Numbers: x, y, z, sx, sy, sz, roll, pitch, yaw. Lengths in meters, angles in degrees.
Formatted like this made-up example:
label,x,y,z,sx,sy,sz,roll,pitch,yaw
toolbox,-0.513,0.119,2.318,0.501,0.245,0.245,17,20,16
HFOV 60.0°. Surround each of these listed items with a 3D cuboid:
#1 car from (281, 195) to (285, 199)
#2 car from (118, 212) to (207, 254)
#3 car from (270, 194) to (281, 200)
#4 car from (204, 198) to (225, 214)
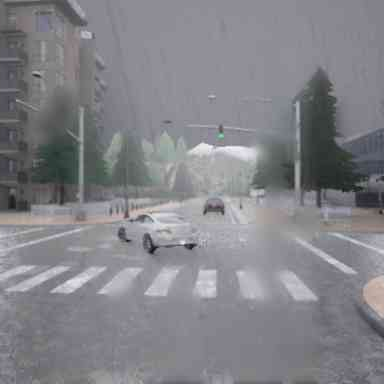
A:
label,x,y,z,sx,sy,sz,roll,pitch,yaw
car,24.278,1.449,90.941,1.970,1.475,3.806,0,0,5
car,-1.474,1.523,13.636,1.812,1.442,4.674,1,-1,-30
car,20.585,1.428,83.847,1.845,1.501,3.633,0,0,5
car,2.393,1.367,35.413,2.097,1.767,4.553,0,0,5
